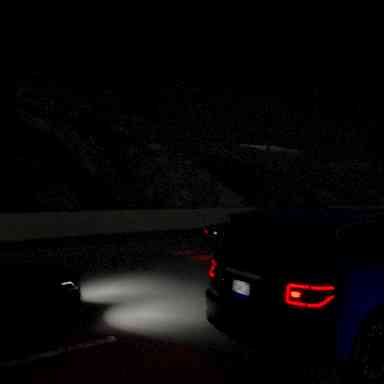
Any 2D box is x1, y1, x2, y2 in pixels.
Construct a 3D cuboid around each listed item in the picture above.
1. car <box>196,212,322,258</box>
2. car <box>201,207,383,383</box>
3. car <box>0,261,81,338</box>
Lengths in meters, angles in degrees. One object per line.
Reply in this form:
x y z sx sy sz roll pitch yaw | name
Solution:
2.974 1.654 14.133 5.357 1.411 2.033 1 0 -34 | car
2.797 1.280 5.563 5.566 2.045 2.150 1 0 -35 | car
-4.077 1.507 4.904 4.674 1.442 1.812 1 0 -37 | car
